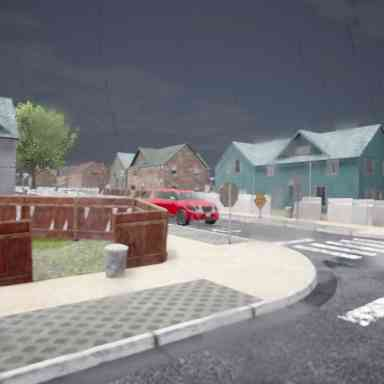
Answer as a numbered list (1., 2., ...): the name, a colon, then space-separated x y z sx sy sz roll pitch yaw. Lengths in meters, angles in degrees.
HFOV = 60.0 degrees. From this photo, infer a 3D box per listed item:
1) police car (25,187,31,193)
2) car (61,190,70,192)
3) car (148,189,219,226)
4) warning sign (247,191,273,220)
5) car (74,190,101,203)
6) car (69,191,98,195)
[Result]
1. police car: -39.676 -0.463 81.658 1.930 1.638 5.238 1 1 -35
2. car: -19.843 0.385 52.116 1.812 1.442 4.674 1 1 -35
3. car: -0.706 0.847 20.309 2.150 2.045 5.566 1 1 -35
4. warning sign: 4.529 0.861 22.176 1.300 1.860 1.060 0 0 -35
5. car: -13.751 0.565 43.628 1.882 1.535 5.008 1 1 -35
6. car: -11.026 0.832 34.818 1.895 1.301 4.718 1 1 -35
